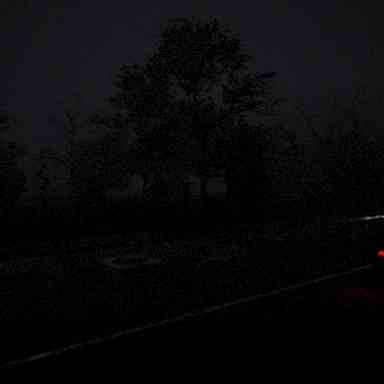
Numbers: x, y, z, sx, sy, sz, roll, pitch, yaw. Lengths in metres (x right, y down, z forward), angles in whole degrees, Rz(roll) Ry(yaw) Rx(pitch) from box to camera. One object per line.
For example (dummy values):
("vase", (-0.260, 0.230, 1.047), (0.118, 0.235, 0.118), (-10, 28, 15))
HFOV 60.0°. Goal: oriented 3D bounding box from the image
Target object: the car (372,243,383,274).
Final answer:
("car", (6.840, 1.482, 8.731), (5.357, 1.411, 2.033), (0, 0, -35))
